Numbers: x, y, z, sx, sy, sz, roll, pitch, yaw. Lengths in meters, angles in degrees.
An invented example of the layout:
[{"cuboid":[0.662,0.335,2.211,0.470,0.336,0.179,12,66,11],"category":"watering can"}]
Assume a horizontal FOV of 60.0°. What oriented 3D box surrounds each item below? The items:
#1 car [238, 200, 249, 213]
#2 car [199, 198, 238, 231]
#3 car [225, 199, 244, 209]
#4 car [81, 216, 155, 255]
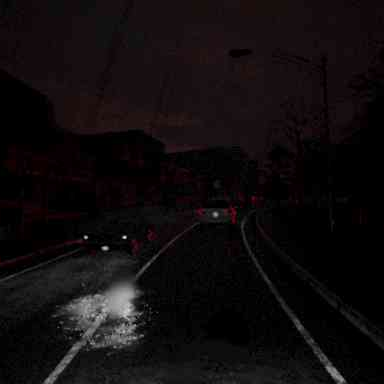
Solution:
[{"cuboid":[5.780,1.802,40.748,2.033,1.411,5.357,-2,-1,16],"category":"car"},{"cuboid":[1.780,1.384,22.233,2.150,2.045,5.566,-1,0,8],"category":"car"},{"cuboid":[7.216,1.987,56.031,1.994,1.385,4.181,-2,-1,22],"category":"car"},{"cuboid":[-2.935,1.740,14.151,1.895,1.301,4.718,-1,-1,5],"category":"car"}]
